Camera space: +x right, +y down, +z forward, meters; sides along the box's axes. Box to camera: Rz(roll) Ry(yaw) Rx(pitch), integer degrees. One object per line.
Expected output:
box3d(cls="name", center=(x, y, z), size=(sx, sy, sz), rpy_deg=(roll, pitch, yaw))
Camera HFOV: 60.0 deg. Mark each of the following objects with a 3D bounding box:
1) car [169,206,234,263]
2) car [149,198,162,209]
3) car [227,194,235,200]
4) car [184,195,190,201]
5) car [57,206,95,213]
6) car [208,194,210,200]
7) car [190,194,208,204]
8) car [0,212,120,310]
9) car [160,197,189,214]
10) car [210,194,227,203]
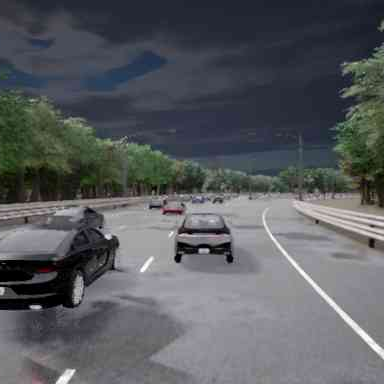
box3d(cls="car", center=(0.429, 1.495, 12.062), size=(2.128, 1.511, 4.902), rpy_deg=(0, 0, 2))
box3d(cls="car", center=(-4.322, 1.491, 44.339), size=(1.994, 1.385, 4.181), rpy_deg=(1, 0, 6))
box3d(cls="car", center=(9.260, 1.372, 87.022), size=(2.128, 1.511, 4.902), rpy_deg=(0, 0, 12))
box3d(cls="car", center=(-0.793, 1.389, 71.112), size=(2.128, 1.511, 4.902), rpy_deg=(0, 0, 9))
box3d(cls="car", center=(-6.273, 1.502, 18.358), size=(1.812, 1.442, 4.674), rpy_deg=(0, 0, 3))
box3d(cls="car", center=(3.720, 1.463, 76.762), size=(1.895, 1.301, 4.718), rpy_deg=(0, 0, 11))
box3d(cls="car", center=(1.316, 1.434, 61.192), size=(1.812, 1.442, 4.674), rpy_deg=(0, 0, 8))
box3d(cls="car", center=(-3.100, 1.469, 7.886), size=(1.882, 1.535, 5.008), rpy_deg=(0, 0, 1))
box3d(cls="car", center=(-1.716, 1.537, 34.058), size=(1.994, 1.385, 4.181), rpy_deg=(0, 0, 5))
box3d(cls="car", center=(5.156, 1.410, 63.890), size=(1.837, 1.490, 4.892), rpy_deg=(0, 0, 9))
